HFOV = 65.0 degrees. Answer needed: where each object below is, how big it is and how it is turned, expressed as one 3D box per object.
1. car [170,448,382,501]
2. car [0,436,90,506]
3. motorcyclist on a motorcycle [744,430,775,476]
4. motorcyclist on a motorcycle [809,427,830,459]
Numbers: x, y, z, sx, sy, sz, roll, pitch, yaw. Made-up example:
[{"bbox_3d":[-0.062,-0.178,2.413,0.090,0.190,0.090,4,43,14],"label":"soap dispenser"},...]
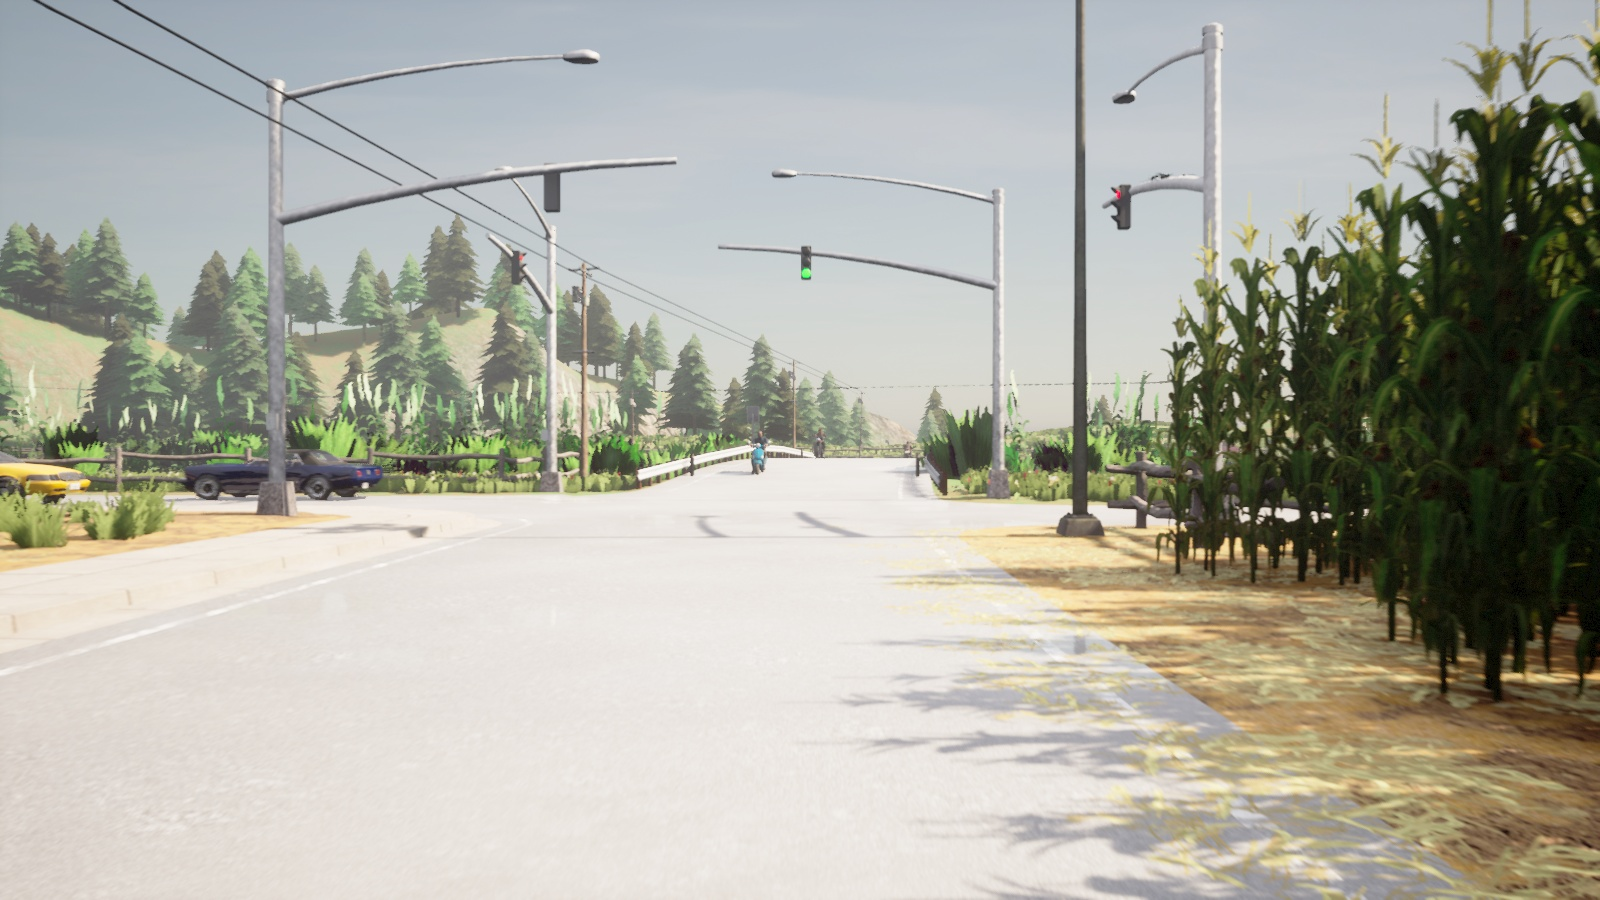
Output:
[{"bbox_3d":[-13.553,0.617,32.653,4.718,1.301,1.895,0,0,3],"label":"car"},{"bbox_3d":[-19.812,0.469,29.460,5.366,1.575,1.801,0,0,3],"label":"car"},{"bbox_3d":[-1.466,0.082,45.965,0.866,1.590,1.817,0,3,6],"label":"motorcyclist on a motorcycle"},{"bbox_3d":[1.004,-0.357,65.022,0.766,1.649,2.350,0,0,8],"label":"motorcyclist on a motorcycle"}]
